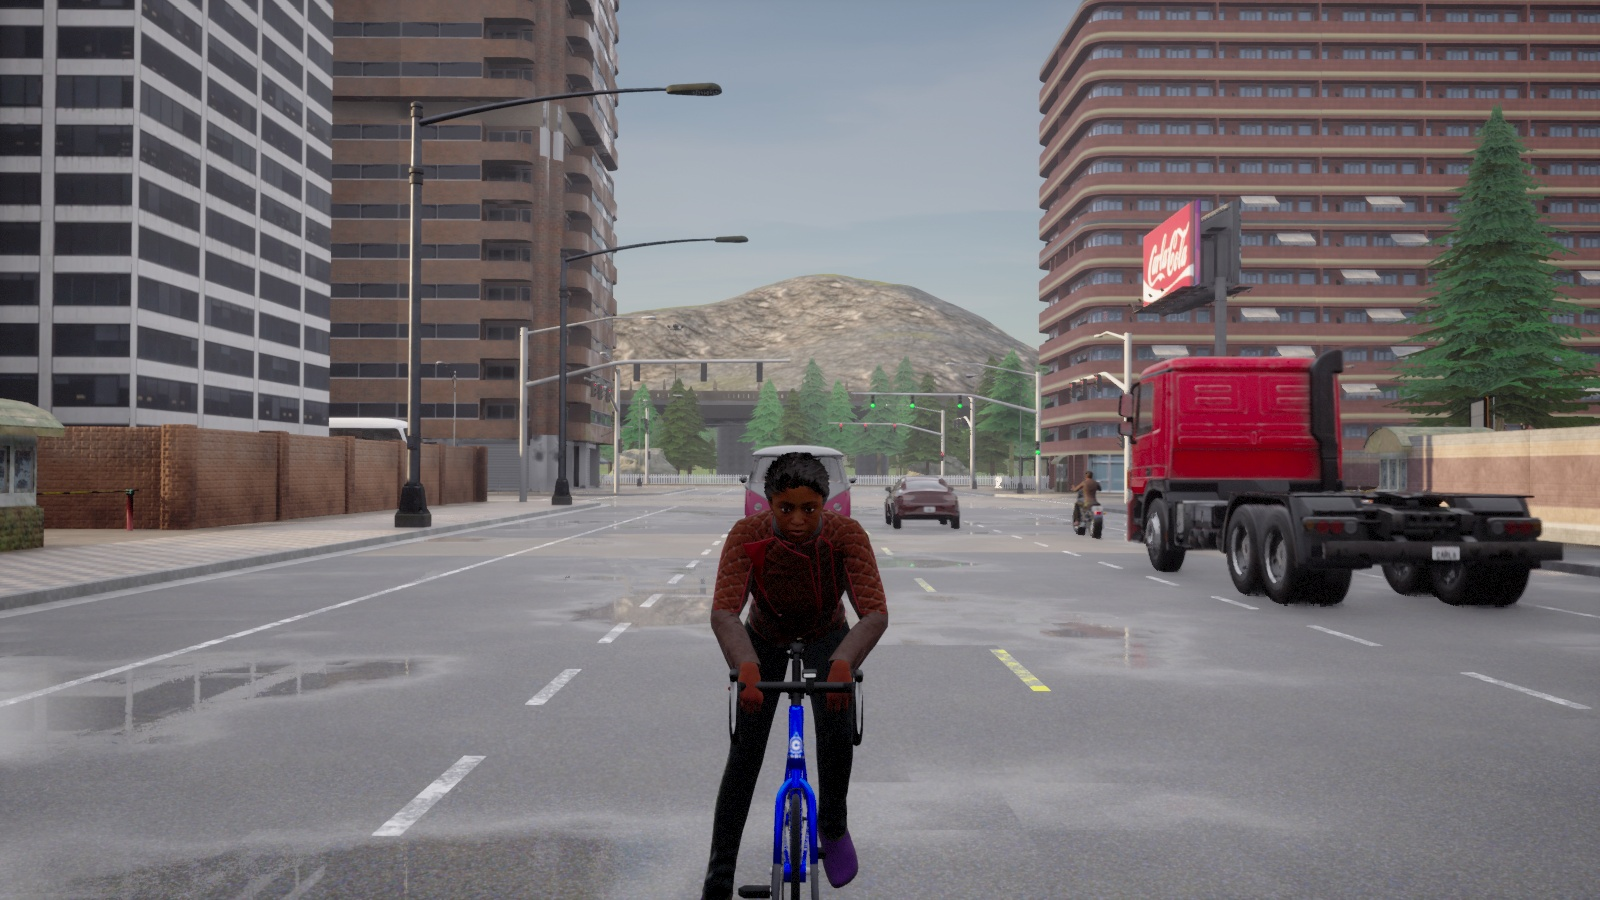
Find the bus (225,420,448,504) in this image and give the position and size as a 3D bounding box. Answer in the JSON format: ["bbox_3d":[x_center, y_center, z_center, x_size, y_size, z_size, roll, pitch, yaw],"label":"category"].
[{"bbox_3d":[-24.146,0.639,65.914,10.273,4.253,3.944,0,-1,0],"label":"bus"}]

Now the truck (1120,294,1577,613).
[{"bbox_3d":[6.972,0.100,17.615,2.891,3.462,7.936,0,-1,0],"label":"truck"}]

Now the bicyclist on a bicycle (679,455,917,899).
[{"bbox_3d":[-0.005,0.833,3.919,0.582,1.620,1.656,0,-1,0],"label":"bicyclist on a bicycle"}]

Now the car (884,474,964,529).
[{"bbox_3d":[3.452,1.427,35.838,1.812,1.442,4.674,0,-1,0],"label":"car"}]

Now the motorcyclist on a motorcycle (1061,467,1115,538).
[{"bbox_3d":[6.958,1.248,30.475,0.766,1.649,2.350,0,-1,0],"label":"motorcyclist on a motorcycle"}]

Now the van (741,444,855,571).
[{"bbox_3d":[-0.031,0.934,21.869,1.775,1.987,4.442,0,-1,0],"label":"van"}]
